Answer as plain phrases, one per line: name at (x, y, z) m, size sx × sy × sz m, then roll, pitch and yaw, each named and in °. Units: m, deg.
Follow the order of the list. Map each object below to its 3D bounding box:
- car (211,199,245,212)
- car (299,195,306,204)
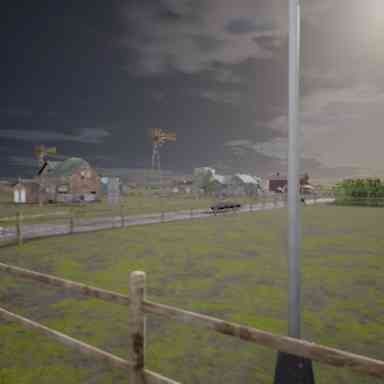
car at (3.986, 1.454, 36.187) m, size 1.895 × 1.301 × 4.718 m, roll -1°, pitch 0°, yaw 34°
car at (17.968, 1.224, 56.531) m, size 2.128 × 1.511 × 4.902 m, roll -1°, pitch 0°, yaw 35°
